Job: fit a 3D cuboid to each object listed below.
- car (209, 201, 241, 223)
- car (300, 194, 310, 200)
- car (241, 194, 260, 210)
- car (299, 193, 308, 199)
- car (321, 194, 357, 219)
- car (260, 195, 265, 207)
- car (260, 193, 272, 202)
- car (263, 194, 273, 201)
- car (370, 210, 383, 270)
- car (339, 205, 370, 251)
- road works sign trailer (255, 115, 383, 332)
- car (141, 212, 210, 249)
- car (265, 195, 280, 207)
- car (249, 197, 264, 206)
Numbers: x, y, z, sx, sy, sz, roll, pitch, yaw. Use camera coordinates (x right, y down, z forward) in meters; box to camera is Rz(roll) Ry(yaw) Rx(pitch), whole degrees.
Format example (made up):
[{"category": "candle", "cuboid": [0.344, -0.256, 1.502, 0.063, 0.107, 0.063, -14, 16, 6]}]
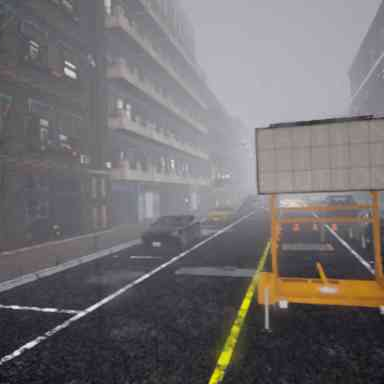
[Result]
[{"category": "car", "cuboid": [2.343, 1.594, 25.896, 1.752, 1.417, 4.829, -2, 0, 16]}, {"category": "car", "cuboid": [24.792, 1.068, 72.517, 1.752, 1.417, 4.829, -2, 0, 16]}, {"category": "car", "cuboid": [7.161, 1.432, 42.282, 1.967, 1.590, 4.097, -2, 0, 16]}, {"category": "car", "cuboid": [27.926, 1.035, 83.168, 1.887, 1.381, 4.507, -2, 0, 16]}, {"category": "car", "cuboid": [10.418, 1.090, 23.691, 2.192, 1.841, 5.009, -2, 0, 16]}, {"category": "car", "cuboid": [8.749, 1.281, 47.689, 2.192, 1.841, 5.009, -2, 0, 16]}, {"category": "car", "cuboid": [16.704, 1.151, 74.724, 2.192, 1.841, 5.009, -2, 0, 16]}, {"category": "car", "cuboid": [18.299, 1.250, 80.130, 1.967, 1.590, 4.097, -2, 0, 16]}, {"category": "car", "cuboid": [5.649, 1.289, 7.470, 1.967, 1.590, 4.097, -2, 0, 16]}, {"category": "car", "cuboid": [7.243, 1.375, 12.875, 2.008, 1.369, 4.403, -2, 0, 16]}, {"category": "road works sign trailer", "cuboid": [2.507, 0.415, 6.443, 2.380, 3.560, 2.880, -2, 0, 16]}, {"category": "car", "cuboid": [-0.790, 1.683, 15.244, 1.947, 1.339, 4.313, -2, 0, 16]}, {"category": "car", "cuboid": [12.089, 1.338, 49.504, 1.882, 1.535, 5.008, -2, 0, 16]}, {"category": "car", "cuboid": [10.348, 1.522, 53.095, 1.802, 1.307, 4.206, -2, 0, 16]}]
